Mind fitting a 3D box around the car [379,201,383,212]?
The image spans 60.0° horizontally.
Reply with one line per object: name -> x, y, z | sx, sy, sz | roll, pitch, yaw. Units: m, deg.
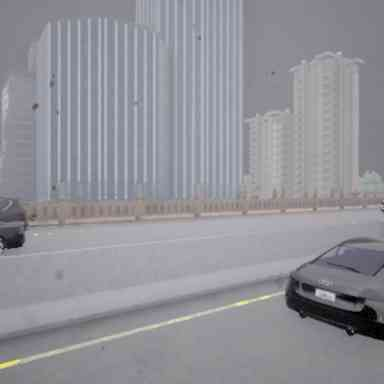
car -> 23.073, 1.232, 36.844 | 5.566, 2.045, 2.150 | 0, 0, -34

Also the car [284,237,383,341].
car -> 3.711, 1.565, 6.301 | 4.181, 1.385, 1.994 | 0, 0, -35

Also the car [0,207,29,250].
car -> -8.272, 1.468, 10.960 | 5.008, 1.535, 1.882 | 0, 0, -35

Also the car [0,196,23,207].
car -> -9.977, 1.210, 14.051 | 5.566, 2.045, 2.150 | 0, 0, -35

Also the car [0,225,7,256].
car -> -7.062, 1.593, 7.531 | 4.718, 1.301, 1.895 | 0, 0, -36
